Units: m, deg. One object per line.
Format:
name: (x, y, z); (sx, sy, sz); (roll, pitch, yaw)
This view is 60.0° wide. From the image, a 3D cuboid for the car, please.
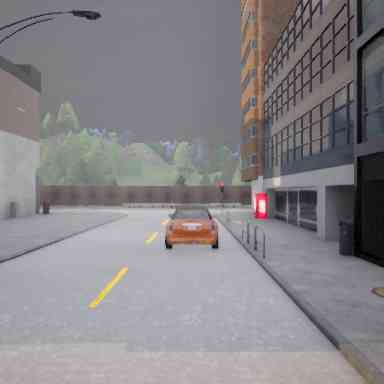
car: (0.000, 1.365, 14.620); (2.097, 1.767, 4.553); (0, 0, 0)
